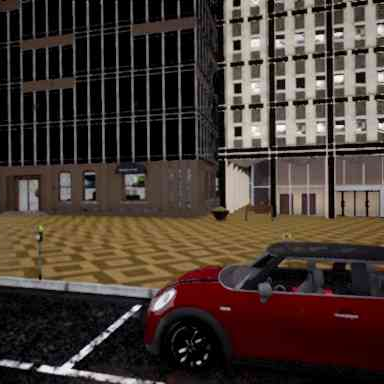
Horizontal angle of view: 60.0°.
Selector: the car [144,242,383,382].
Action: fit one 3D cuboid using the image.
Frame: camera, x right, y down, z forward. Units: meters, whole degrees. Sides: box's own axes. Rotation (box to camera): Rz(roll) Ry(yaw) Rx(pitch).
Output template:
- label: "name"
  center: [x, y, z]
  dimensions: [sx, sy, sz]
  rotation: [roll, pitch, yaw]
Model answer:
- label: "car"
  center: [1.401, 1.433, 4.639]
  dimensions: [4.097, 1.590, 1.967]
  rotation: [0, -1, 14]
